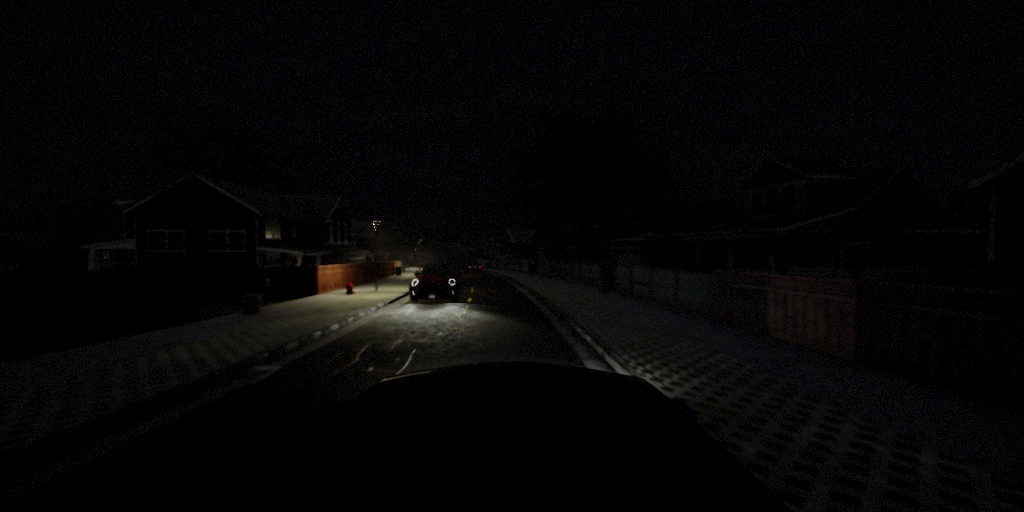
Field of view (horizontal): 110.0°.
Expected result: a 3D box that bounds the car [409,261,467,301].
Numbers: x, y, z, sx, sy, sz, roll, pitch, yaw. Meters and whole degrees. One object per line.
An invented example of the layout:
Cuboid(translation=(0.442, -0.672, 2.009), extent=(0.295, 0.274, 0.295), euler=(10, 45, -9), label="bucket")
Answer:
Cuboid(translation=(-3.489, 1.116, 17.259), extent=(2.097, 1.767, 4.553), euler=(0, 0, -4), label="car")

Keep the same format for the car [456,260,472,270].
Cuboid(translation=(-7.606, 1.439, 56.285), extent=(1.812, 1.442, 4.674), euler=(-1, 0, -16), label="car")

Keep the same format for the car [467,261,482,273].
Cuboid(translation=(-5.018, 1.388, 46.080), extent=(2.033, 1.411, 5.357), euler=(0, 0, -14), label="car")
